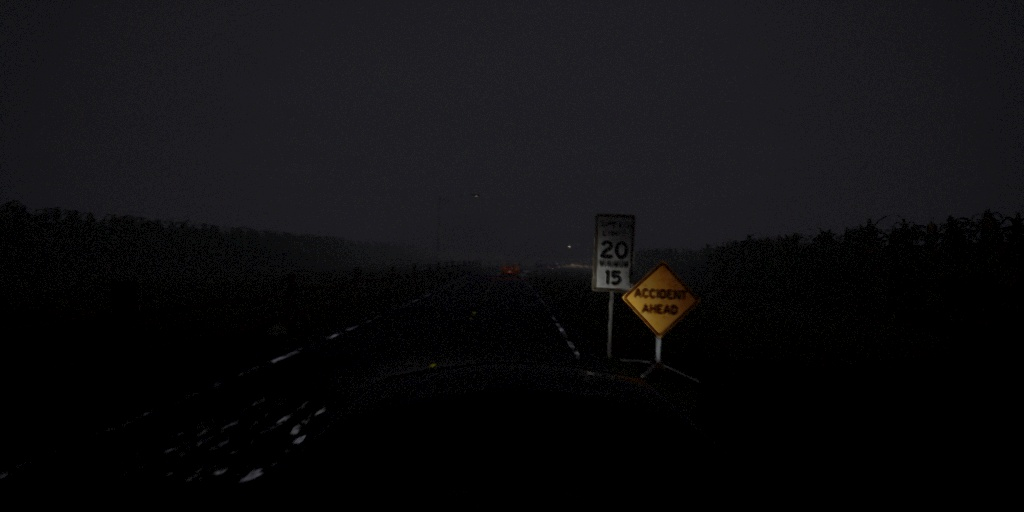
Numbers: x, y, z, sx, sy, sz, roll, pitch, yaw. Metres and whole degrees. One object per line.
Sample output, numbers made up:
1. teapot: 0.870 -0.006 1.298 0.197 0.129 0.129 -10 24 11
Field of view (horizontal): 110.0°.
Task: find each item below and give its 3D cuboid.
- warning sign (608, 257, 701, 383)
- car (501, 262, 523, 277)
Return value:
1. warning sign: 2.432 0.996 6.010 1.300 1.860 1.060 0 0 1
2. car: -0.135 1.418 38.360 1.882 1.535 5.008 3 0 2
